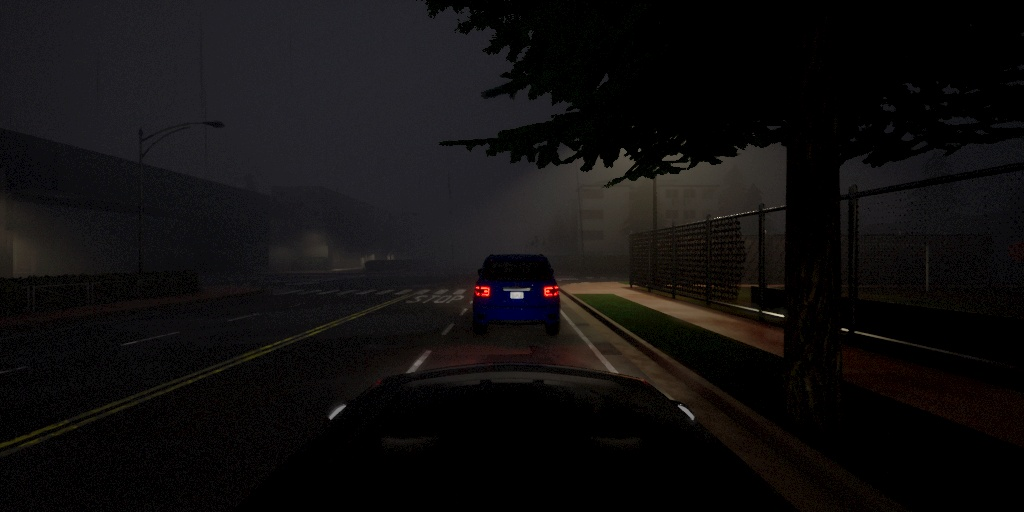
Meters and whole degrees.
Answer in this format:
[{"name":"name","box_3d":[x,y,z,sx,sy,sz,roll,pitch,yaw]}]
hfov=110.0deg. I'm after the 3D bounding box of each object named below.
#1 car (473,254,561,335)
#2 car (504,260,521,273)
[{"name":"car","box_3d":[0.116,0.971,10.689,2.150,2.045,5.566,0,0,0]},{"name":"car","box_3d":[0.029,1.238,45.564,2.128,1.511,4.902,0,0,0]}]
